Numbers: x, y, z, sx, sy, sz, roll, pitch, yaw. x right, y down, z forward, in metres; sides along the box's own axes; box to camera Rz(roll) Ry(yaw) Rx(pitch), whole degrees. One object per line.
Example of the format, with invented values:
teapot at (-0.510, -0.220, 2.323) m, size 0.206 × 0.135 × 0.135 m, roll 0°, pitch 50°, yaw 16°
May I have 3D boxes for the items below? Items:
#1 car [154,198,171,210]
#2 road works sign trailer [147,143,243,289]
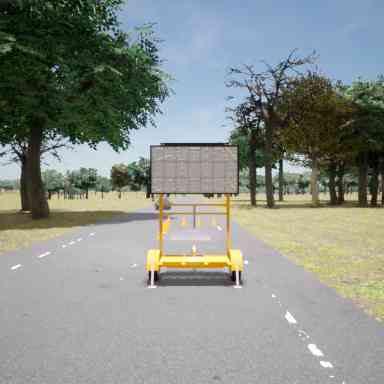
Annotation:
car at (-3.730, 1.524, 42.594) m, size 1.837 × 1.490 × 4.892 m, roll 0°, pitch 0°, yaw 0°
road works sign trailer at (0.067, 0.461, 9.161) m, size 2.380 × 3.560 × 2.880 m, roll 0°, pitch 0°, yaw 0°
